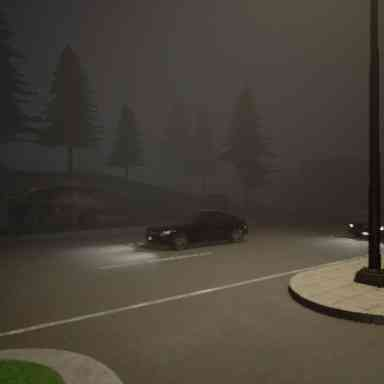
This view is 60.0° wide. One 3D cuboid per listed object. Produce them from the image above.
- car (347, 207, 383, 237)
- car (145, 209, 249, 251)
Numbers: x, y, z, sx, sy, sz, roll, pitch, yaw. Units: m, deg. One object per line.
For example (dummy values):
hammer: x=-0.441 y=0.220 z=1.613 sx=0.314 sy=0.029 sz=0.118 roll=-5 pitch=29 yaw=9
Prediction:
car: x=9.835 y=1.430 z=16.197 sx=5.357 sy=1.411 sz=2.033 roll=0 pitch=0 yaw=-34
car: x=0.329 y=1.458 z=13.908 sx=4.674 sy=1.442 sz=1.812 roll=0 pitch=0 yaw=-35
